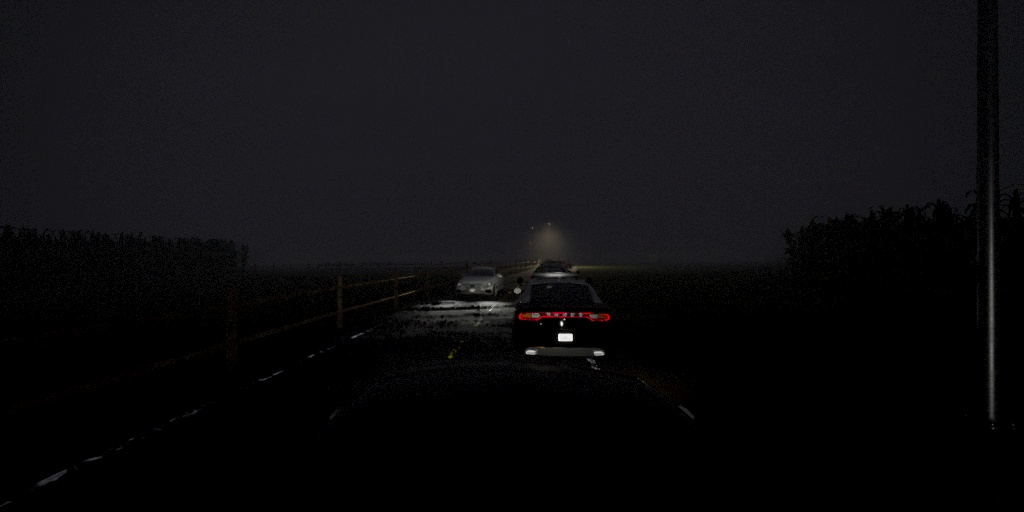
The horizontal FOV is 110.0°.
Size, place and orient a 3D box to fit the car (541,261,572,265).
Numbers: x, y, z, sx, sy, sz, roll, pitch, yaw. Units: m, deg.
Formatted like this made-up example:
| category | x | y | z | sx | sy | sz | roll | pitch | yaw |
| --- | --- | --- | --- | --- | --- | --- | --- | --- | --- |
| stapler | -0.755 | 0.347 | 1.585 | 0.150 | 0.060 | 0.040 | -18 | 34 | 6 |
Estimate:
| category | x | y | z | sx | sy | sz | roll | pitch | yaw |
| --- | --- | --- | --- | --- | --- | --- | --- | --- | --- |
| car | 1.967 | 1.218 | 18.342 | 1.882 | 1.535 | 5.008 | 0 | 0 | 7 |

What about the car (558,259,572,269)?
| category | x | y | z | sx | sy | sz | roll | pitch | yaw |
| --- | --- | --- | --- | --- | --- | --- | --- | --- | --- |
| car | 8.271 | 1.259 | 55.911 | 1.994 | 1.385 | 4.181 | 0 | 0 | 11 |

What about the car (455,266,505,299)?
| category | x | y | z | sx | sy | sz | roll | pitch | yaw |
| --- | --- | --- | --- | --- | --- | --- | --- | --- | --- |
| car | -1.487 | 1.267 | 18.362 | 1.812 | 1.442 | 4.674 | 0 | 0 | 7 |

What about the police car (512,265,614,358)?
| category | x | y | z | sx | sy | sz | roll | pitch | yaw |
| --- | --- | --- | --- | --- | --- | --- | --- | --- | --- |
| police car | 1.057 | 1.173 | 8.647 | 1.930 | 1.638 | 5.238 | 0 | 0 | 3 |

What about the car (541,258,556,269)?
| category | x | y | z | sx | sy | sz | roll | pitch | yaw |
| --- | --- | --- | --- | --- | --- | --- | --- | --- | --- |
| car | 5.801 | 1.173 | 57.114 | 1.882 | 1.535 | 5.008 | 0 | 0 | 12 |

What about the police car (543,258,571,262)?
| category | x | y | z | sx | sy | sz | roll | pitch | yaw |
| --- | --- | --- | --- | --- | --- | --- | --- | --- | --- |
| police car | 2.855 | 1.159 | 24.295 | 1.930 | 1.638 | 5.238 | 0 | 0 | 10 |
